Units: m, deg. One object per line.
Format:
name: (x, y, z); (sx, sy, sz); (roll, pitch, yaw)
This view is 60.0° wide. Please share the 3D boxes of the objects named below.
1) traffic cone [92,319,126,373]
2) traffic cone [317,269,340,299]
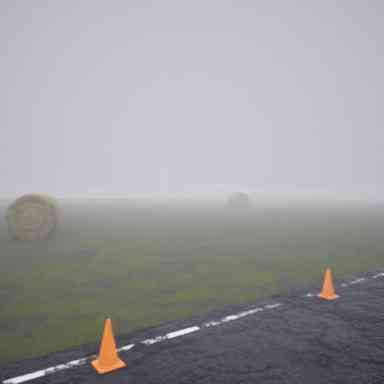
traffic cone: (-1.089, 1.961, 4.352); (0.340, 0.580, 0.340); (0, 0, -36)
traffic cone: (2.979, 1.978, 7.260); (0.340, 0.580, 0.340); (0, 0, -36)
